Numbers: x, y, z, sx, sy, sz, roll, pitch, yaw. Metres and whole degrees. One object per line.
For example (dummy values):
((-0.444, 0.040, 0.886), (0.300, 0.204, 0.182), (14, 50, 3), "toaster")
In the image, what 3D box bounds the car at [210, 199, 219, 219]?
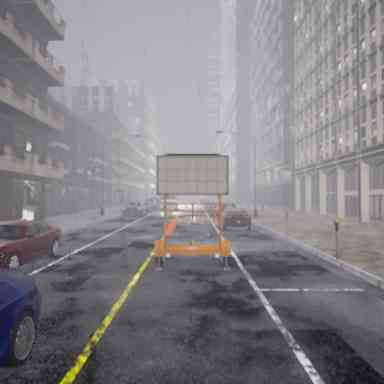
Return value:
((2.762, 1.547, 27.196), (1.967, 1.590, 4.097), (1, 0, 0), "car")

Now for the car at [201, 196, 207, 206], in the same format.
((2.805, 1.740, 49.388), (2.008, 1.369, 4.403), (1, 0, 0), "car")

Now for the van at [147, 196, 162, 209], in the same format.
((-5.570, 1.530, 49.328), (1.690, 1.788, 3.998), (1, 0, 0), "van")

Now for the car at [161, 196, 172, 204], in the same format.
((-5.527, 1.710, 71.514), (1.967, 1.590, 4.097), (1, 0, 0), "car")

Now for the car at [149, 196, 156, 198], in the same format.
((-5.584, 1.609, 43.781), (1.967, 1.590, 4.097), (1, 0, 0), "car")

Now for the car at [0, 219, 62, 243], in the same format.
((-5.655, 1.587, 10.500), (1.887, 1.381, 4.507), (1, 0, 0), "car")

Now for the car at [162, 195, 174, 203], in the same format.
((-5.516, 1.605, 77.061), (2.192, 1.841, 5.009), (1, 0, 0), "car")

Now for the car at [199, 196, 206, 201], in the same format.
((2.897, 1.914, 93.771), (1.947, 1.339, 4.313), (1, 0, 0), "car")

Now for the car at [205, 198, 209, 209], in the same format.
((2.783, 1.693, 38.292), (1.887, 1.381, 4.507), (1, 0, 0), "car")

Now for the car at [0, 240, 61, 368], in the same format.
((-3.095, 1.538, 3.093), (1.812, 1.442, 4.674), (0, 0, 0), "car")

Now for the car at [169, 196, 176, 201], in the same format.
((-5.450, 1.873, 93.530), (1.752, 1.417, 4.829), (1, 0, 0), "car")

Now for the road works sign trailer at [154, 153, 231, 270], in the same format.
((0.021, 0.509, 11.134), (2.380, 3.560, 2.880), (0, 0, 0), "road works sign trailer")

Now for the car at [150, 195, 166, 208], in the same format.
((-5.559, 1.524, 54.874), (2.192, 1.841, 5.009), (1, 0, 0), "car")

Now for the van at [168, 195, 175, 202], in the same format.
((-5.465, 1.670, 88.155), (1.690, 1.788, 3.998), (1, 0, 0), "van")

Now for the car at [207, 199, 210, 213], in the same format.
((2.771, 1.673, 32.744), (1.887, 1.381, 4.507), (1, 0, 0), "car")

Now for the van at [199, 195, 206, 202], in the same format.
((2.890, 1.671, 88.224), (1.690, 1.788, 3.998), (1, 0, 0), "van")

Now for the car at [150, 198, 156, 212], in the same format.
((-5.598, 1.693, 38.234), (1.887, 1.381, 4.507), (1, 0, 0), "car")

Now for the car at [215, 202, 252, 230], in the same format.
((2.748, 1.630, 21.648), (1.887, 1.381, 4.507), (1, 0, 0), "car")

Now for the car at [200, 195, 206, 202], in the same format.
((2.829, 1.756, 60.653), (1.752, 1.417, 4.829), (1, 0, 0), "car")

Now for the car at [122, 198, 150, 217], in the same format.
((-5.607, 1.568, 32.686), (1.967, 1.590, 4.097), (1, 0, 0), "car")

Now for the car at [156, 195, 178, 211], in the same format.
((-3.007, 1.390, 43.880), (2.150, 2.045, 5.566), (0, 0, 0), "car")

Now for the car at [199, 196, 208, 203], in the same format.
((2.876, 1.750, 82.676), (1.967, 1.590, 4.097), (1, 0, 0), "car")
